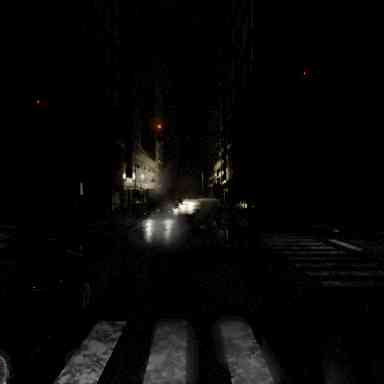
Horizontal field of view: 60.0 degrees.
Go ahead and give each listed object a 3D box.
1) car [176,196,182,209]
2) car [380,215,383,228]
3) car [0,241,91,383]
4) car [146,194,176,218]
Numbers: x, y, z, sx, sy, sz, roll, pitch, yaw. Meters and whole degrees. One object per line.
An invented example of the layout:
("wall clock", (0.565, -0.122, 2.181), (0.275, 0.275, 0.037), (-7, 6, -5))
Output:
("car", (-2.870, 1.324, 45.346), (2.097, 1.767, 4.553), (0, 0, 0))
("car", (12.339, 1.280, 16.815), (5.009, 1.841, 2.192), (0, 0, 0))
("car", (-2.856, 1.527, 4.835), (1.812, 1.442, 4.674), (0, 0, 0))
("car", (-2.865, 1.207, 30.470), (2.150, 2.045, 5.566), (0, 0, -1))
